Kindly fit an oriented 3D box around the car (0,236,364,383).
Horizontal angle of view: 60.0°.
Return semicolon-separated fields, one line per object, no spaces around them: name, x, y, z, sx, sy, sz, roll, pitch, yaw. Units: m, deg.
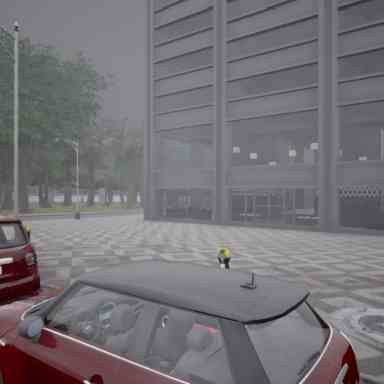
car;-0.584;1.440;3.376;4.097;1.590;1.967;0;0;35

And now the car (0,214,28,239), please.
car;-5.015;1.315;6.528;5.009;1.841;2.192;0;0;35
